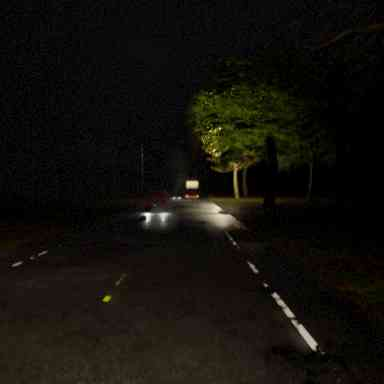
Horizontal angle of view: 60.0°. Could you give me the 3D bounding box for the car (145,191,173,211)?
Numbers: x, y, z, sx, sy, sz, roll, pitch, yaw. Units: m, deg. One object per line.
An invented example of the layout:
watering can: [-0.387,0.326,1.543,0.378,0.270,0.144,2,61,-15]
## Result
car: [-3.564,0.898,34.833,2.150,2.045,5.566,0,0,0]

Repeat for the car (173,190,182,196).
car: [-3.427,0.241,76.306,1.994,1.385,4.181,0,2,0]

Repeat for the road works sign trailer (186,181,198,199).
road works sign trailer: [0.063,-0.382,65.322,2.380,3.560,2.880,0,1,0]
